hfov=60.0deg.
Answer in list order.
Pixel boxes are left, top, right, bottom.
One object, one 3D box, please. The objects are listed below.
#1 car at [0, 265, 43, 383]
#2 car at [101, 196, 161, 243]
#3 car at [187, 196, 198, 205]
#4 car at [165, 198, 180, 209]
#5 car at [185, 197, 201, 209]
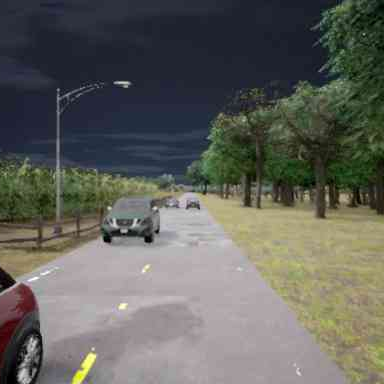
[{"bbox_3d":[-2.849,1.357,2.115,2.097,1.767,4.553,0,0,0],"label":"car"},{"bbox_3d":[-2.821,1.261,16.611,2.150,2.045,5.566,0,0,0],"label":"car"},{"bbox_3d":[0.059,1.547,60.039,1.882,1.535,5.008,0,0,0],"label":"car"},{"bbox_3d":[-2.718,1.564,46.667,2.128,1.511,4.902,0,0,0],"label":"car"},{"bbox_3d":[0.148,1.597,45.935,1.812,1.442,4.674,0,0,0],"label":"car"}]
